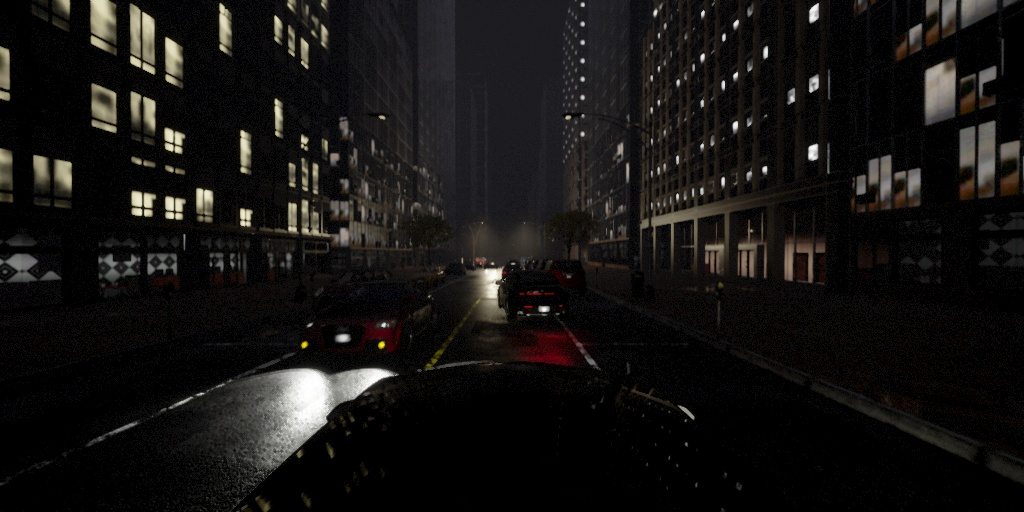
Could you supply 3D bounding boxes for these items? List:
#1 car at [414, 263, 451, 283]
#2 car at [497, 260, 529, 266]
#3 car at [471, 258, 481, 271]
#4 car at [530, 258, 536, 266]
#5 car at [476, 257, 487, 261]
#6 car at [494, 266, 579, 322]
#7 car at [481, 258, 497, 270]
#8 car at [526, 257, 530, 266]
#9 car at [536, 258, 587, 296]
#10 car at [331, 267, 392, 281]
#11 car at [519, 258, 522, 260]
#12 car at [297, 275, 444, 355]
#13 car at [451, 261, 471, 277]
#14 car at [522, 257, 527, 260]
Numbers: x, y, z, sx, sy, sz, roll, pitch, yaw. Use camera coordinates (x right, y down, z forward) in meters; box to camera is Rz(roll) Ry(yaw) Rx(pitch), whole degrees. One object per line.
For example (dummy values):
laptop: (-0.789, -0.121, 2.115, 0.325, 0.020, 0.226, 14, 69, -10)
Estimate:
car: (-5.692, 1.288, 24.791, 1.751, 1.417, 4.829, 0, 0, 0)
car: (0.088, 1.312, 29.150, 2.033, 1.411, 5.357, 0, 0, 0)
car: (-5.693, 1.323, 47.696, 2.007, 1.370, 4.403, 0, 0, 0)
car: (2.689, 1.077, 24.962, 2.192, 1.841, 5.009, 0, 0, 0)
car: (-5.694, 1.216, 59.063, 1.967, 1.591, 4.097, 0, 0, 0)
car: (0.585, 1.259, 12.445, 1.837, 1.490, 4.892, 0, -1, -7)
car: (-3.003, 1.375, 52.704, 1.994, 1.385, 4.181, 0, 0, 0)
car: (2.688, 1.208, 36.329, 1.967, 1.591, 4.097, 0, 0, 0)
car: (2.689, 1.074, 19.278, 2.192, 1.841, 5.009, 0, 0, 0)
car: (-5.691, 1.196, 13.594, 1.967, 1.591, 4.097, 0, 0, 0)
car: (0.094, 1.278, 51.123, 1.837, 1.490, 4.892, 0, 0, 0)
car: (-3.098, 1.318, 8.552, 1.994, 1.385, 4.181, 0, 0, 0)
car: (-5.693, 1.334, 36.329, 1.948, 1.339, 4.313, 0, 0, 0)
car: (2.687, 1.212, 47.697, 1.967, 1.591, 4.097, 0, 0, 0)
